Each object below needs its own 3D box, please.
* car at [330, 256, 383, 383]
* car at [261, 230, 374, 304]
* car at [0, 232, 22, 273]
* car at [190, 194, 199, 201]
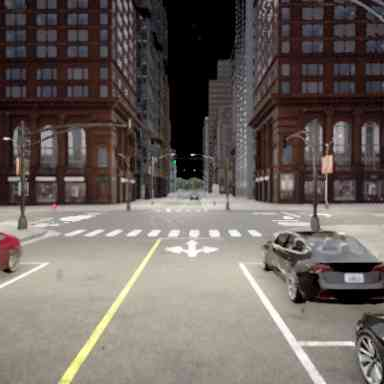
[{"bbox_3d":[2.856,1.559,2.297,1.947,1.339,4.313,0,0,0],"label":"car"},{"bbox_3d":[2.857,1.545,7.938,1.947,1.339,4.313,0,0,0],"label":"car"},{"bbox_3d":[-5.668,1.561,7.942,1.802,1.307,4.206,0,0,0],"label":"car"},{"bbox_3d":[0.555,1.213,76.049,2.097,1.767,4.553,0,0,1],"label":"car"}]
